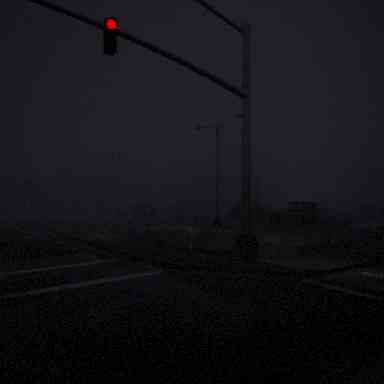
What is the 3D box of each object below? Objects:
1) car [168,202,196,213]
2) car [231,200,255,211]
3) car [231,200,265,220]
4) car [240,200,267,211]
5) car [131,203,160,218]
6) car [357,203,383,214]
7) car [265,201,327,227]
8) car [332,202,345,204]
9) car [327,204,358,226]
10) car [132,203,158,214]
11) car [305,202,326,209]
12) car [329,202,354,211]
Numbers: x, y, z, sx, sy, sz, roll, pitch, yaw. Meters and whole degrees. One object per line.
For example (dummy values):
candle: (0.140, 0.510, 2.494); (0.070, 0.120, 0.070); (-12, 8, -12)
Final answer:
car: (-1.544, 2.264, 50.102); (2.152, 1.636, 5.027); (1, -1, -36)
car: (8.839, 2.321, 57.578); (1.905, 1.878, 3.866); (1, -1, -36)
car: (6.065, 1.862, 34.165); (1.932, 1.855, 4.605); (1, -1, -36)
car: (10.956, 2.379, 59.610); (1.932, 1.855, 4.605); (1, -1, -36)
car: (-5.417, 2.171, 38.229); (2.007, 1.523, 4.514); (1, -1, -36)
car: (24.725, 2.304, 46.664); (1.845, 1.501, 3.633); (1, -1, -36)
car: (7.995, 1.666, 25.862); (1.905, 1.878, 3.866); (1, -1, -36)
car: (16.590, 2.180, 40.861); (2.007, 1.523, 4.514); (1, -1, -36)
car: (11.050, 1.974, 27.302); (1.970, 1.475, 3.806); (1, -1, -36)
car: (-6.563, 2.270, 46.089); (1.970, 1.475, 3.806); (1, -1, -36)
car: (26.119, 2.846, 70.349); (1.845, 1.501, 3.633); (1, -1, -36)
car: (28.036, 2.692, 62.587); (1.970, 1.475, 3.806); (1, -1, -36)
